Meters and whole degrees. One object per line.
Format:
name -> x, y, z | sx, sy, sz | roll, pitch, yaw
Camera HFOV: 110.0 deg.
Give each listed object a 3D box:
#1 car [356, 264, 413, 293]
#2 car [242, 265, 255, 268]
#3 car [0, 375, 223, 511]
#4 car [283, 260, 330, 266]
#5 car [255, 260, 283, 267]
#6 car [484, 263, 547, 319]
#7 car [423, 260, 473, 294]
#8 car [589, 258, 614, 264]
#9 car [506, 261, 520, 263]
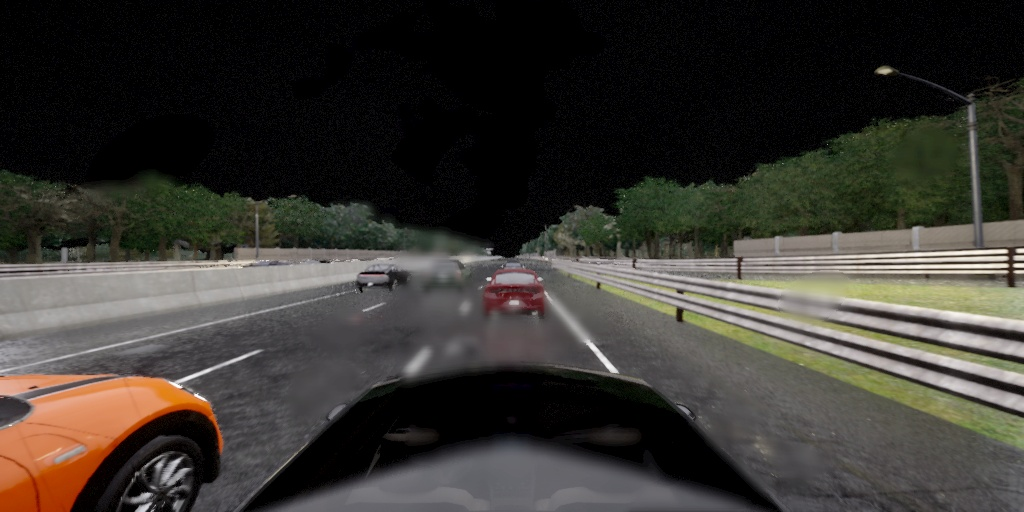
car -> -6.900, 1.164, 19.903 | 2.128, 1.511, 4.902 | 0, 0, 0
car -> -24.555, 1.151, 36.016 | 2.033, 1.411, 5.357 | 0, 0, 1
car -> -3.400, 1.105, 1.008 | 2.097, 1.767, 4.553 | 0, 0, 0
car -> -17.578, 1.125, 31.709 | 1.837, 1.490, 4.892 | 0, 0, 0
car -> -21.072, 1.214, 33.347 | 1.895, 1.301, 4.718 | 0, 0, 0
car -> 0.099, 1.182, 12.576 | 1.882, 1.535, 5.008 | 0, 0, 0
car -> -3.401, 1.024, 19.883 | 2.097, 1.767, 4.553 | 0, 0, 0
car -> 11.364, 0.997, 45.876 | 1.994, 1.385, 4.181 | 0, 1, -20
car -> 0.099, 1.171, 31.129 | 2.033, 1.411, 5.357 | 0, 0, 0
